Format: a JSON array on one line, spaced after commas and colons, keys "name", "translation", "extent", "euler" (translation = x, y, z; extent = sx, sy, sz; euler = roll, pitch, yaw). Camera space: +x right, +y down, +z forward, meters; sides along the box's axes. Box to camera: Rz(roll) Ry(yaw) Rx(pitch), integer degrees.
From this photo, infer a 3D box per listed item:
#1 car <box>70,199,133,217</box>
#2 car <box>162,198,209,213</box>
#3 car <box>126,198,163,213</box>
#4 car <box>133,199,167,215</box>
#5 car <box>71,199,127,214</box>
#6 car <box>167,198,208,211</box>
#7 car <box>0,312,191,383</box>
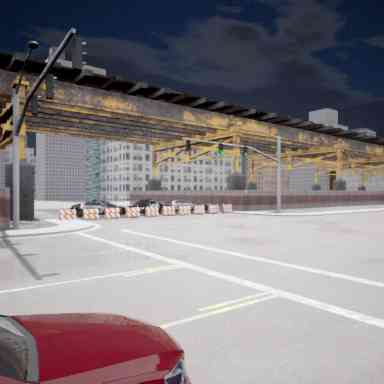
[{"name": "car", "translation": [-8.388, 1.453, 30.385], "extent": [4.974, 1.542, 2.038], "euler": [0, 0, 8]}, {"name": "car", "translation": [-0.748, 1.453, 36.848], "extent": [4.974, 1.542, 2.038], "euler": [0, 0, -7]}, {"name": "car", "translation": [-4.634, 1.295, 33.129], "extent": [1.853, 1.218, 4.536], "euler": [0, 0, 18]}, {"name": "car", "translation": [-4.649, 1.453, 33.079], "extent": [2.038, 1.542, 4.974], "euler": [0, 0, 18]}, {"name": "car", "translation": [-8.439, 1.295, 30.392], "extent": [4.536, 1.218, 1.853], "euler": [0, 0, 8]}, {"name": "car", "translation": [-0.800, 1.295, 36.841], "extent": [4.536, 1.218, 1.853], "euler": [0, 0, -7]}, {"name": "car", "translation": [-2.160, 1.526, 2.226], "extent": [4.674, 1.442, 1.812], "euler": [0, 0, -35]}]
